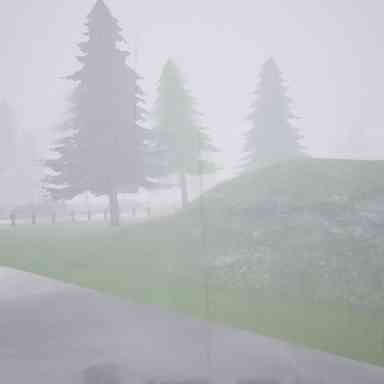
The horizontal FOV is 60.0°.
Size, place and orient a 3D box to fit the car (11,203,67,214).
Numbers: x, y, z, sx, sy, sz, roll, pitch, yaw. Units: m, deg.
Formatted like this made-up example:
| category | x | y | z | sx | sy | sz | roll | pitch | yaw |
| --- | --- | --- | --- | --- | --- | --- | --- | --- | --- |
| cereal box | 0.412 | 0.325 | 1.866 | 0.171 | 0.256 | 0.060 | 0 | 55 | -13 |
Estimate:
| category | x | y | z | sx | sy | sz | roll | pitch | yaw |
| --- | --- | --- | --- | --- | --- | --- | --- | --- | --- |
| car | -14.150 | 1.386 | 31.004 | 2.128 | 1.511 | 4.902 | 0 | 0 | 44 |

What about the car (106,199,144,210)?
| category | x | y | z | sx | sy | sz | roll | pitch | yaw |
| --- | --- | --- | --- | --- | --- | --- | --- | --- | --- |
| car | -7.517 | 1.466 | 37.335 | 4.181 | 1.385 | 1.994 | 0 | 0 | -40 |

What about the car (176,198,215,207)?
| category | x | y | z | sx | sy | sz | roll | pitch | yaw |
| --- | --- | --- | --- | --- | --- | --- | --- | --- | --- |
| car | 0.541 | 1.462 | 43.613 | 5.357 | 1.411 | 2.033 | 0 | 0 | -35 |
